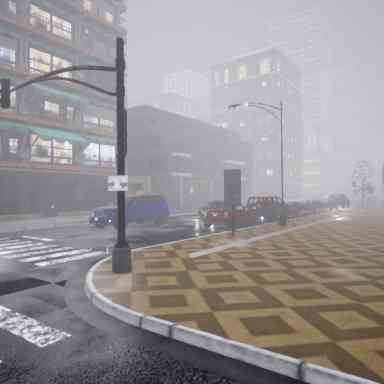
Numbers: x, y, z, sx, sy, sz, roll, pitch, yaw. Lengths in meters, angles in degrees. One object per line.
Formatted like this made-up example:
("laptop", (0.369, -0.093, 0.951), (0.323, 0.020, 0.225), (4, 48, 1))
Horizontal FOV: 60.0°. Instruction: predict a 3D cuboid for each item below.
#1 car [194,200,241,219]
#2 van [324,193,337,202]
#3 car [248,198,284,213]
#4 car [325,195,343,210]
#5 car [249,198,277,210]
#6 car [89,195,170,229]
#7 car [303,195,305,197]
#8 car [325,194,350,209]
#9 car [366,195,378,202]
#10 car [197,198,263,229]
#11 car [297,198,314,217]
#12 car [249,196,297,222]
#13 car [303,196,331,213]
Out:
("car", (2.367, 1.470, 29.723), (1.837, 1.490, 4.892), (-1, 0, 37))
("van", (29.326, 1.229, 70.452), (1.690, 1.788, 3.998), (-1, 0, 36))
("car", (8.593, 1.490, 38.156), (2.033, 1.411, 5.357), (-1, 0, 37))
("car", (15.757, 1.415, 38.764), (2.008, 1.369, 4.403), (-1, 0, 36))
("car", (9.314, 1.489, 43.303), (1.752, 1.417, 4.829), (-1, 0, 36))
("car", (-3.812, 1.209, 21.311), (2.150, 2.045, 5.566), (-1, 0, 38))
("car", (22.589, 1.439, 61.311), (1.752, 1.417, 4.829), (-1, 0, 36))
("car", (19.074, 1.167, 43.267), (2.192, 1.841, 5.009), (-1, 0, 36))
("car", (35.670, 1.334, 65.776), (1.887, 1.381, 4.507), (-1, 0, 36))
("car", (2.481, 1.353, 20.757), (1.967, 1.590, 4.097), (-1, 0, 36))
("car", (9.120, 1.471, 29.760), (1.802, 1.307, 4.206), (-1, 0, 36))
("car", (5.798, 1.216, 25.259), (2.192, 1.841, 5.009), (-1, 0, 36))
("car", (12.438, 1.421, 34.262), (1.887, 1.381, 4.507), (-1, 0, 36))
